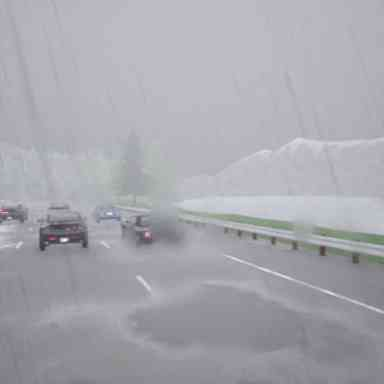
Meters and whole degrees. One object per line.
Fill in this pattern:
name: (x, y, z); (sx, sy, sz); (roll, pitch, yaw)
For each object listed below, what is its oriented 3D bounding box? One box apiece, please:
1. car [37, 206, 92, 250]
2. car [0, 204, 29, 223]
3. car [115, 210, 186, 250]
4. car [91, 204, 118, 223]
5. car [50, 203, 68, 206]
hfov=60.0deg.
car: (-5.799, 1.599, 14.980); (1.837, 1.490, 4.892); (-1, 0, -22)
car: (-14.926, 1.742, 27.886); (1.837, 1.490, 4.892); (-1, 0, -22)
car: (-1.948, 1.641, 14.808); (1.895, 1.301, 4.718); (-1, 0, -22)
car: (-7.035, 1.673, 27.055); (2.033, 1.411, 5.357); (-1, 0, -22)
car: (-11.688, 1.685, 29.215); (2.128, 1.511, 4.902); (-1, 0, -22)
